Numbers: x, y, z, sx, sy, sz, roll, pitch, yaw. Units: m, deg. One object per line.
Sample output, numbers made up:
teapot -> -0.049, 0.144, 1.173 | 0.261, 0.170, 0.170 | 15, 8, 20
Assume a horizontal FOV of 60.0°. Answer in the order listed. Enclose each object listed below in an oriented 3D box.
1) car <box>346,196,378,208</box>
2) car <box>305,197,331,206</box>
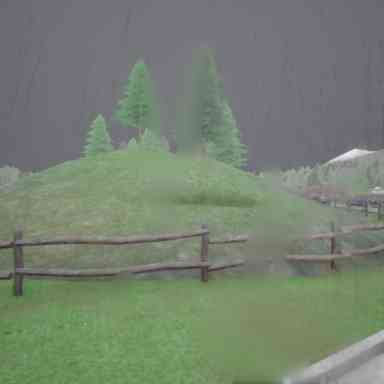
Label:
car -> 24.803, 1.345, 48.724 | 2.097, 1.767, 4.553 | 0, 0, -16
car -> 20.038, 1.498, 53.071 | 1.837, 1.490, 4.892 | 0, 0, -15
